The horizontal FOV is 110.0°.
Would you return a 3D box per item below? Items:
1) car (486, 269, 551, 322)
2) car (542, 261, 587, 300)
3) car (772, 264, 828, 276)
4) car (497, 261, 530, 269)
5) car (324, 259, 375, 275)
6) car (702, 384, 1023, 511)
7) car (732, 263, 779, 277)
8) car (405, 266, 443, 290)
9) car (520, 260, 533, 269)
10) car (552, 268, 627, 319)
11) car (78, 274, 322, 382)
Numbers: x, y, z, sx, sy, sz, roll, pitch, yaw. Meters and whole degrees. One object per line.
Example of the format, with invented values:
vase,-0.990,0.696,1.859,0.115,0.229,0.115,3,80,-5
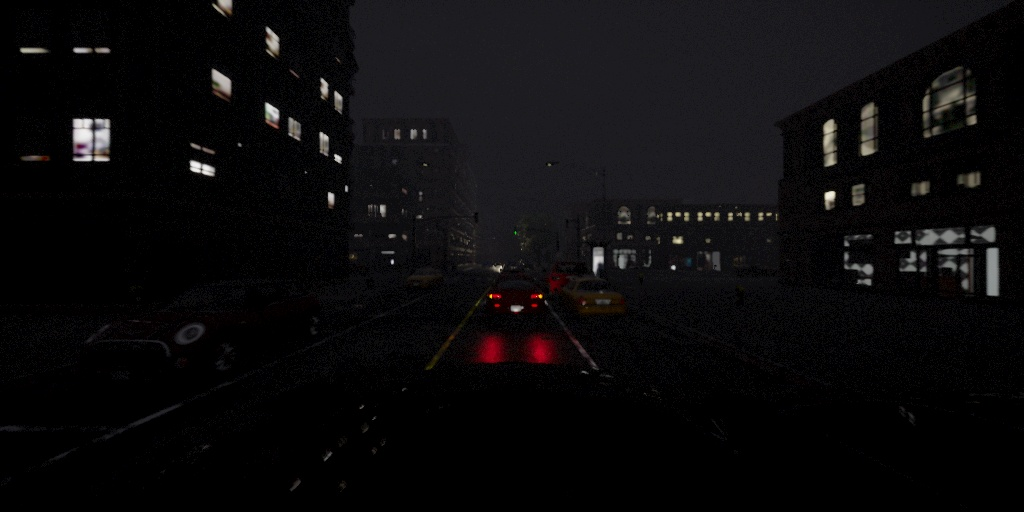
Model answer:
car,0.102,1.327,12.399,1.812,1.442,4.674,0,0,0
car,2.694,1.144,18.281,2.192,1.841,5.009,0,0,0
car,35.406,1.670,44.196,5.357,1.411,2.033,0,0,0
car,0.107,1.346,26.644,1.882,1.535,5.008,0,0,0
car,-17.268,1.185,38.057,5.009,1.841,2.192,0,0,0
car,2.690,1.316,1.662,1.948,1.339,4.313,0,0,0
car,26.156,1.596,38.301,4.507,1.381,1.888,0,0,0
car,-5.686,1.380,23.654,1.751,1.417,4.829,0,0,0
car,2.705,1.616,61.771,2.007,1.370,4.403,0,0,0
car,2.693,1.328,12.912,1.751,1.417,4.829,0,0,0
car,-5.689,1.216,7.205,1.967,1.591,4.097,0,0,0
